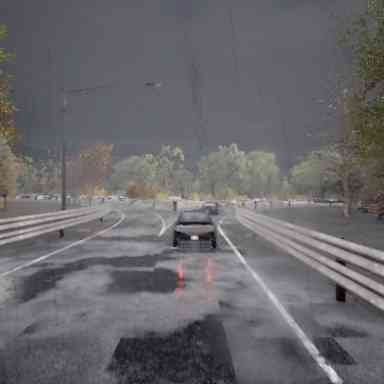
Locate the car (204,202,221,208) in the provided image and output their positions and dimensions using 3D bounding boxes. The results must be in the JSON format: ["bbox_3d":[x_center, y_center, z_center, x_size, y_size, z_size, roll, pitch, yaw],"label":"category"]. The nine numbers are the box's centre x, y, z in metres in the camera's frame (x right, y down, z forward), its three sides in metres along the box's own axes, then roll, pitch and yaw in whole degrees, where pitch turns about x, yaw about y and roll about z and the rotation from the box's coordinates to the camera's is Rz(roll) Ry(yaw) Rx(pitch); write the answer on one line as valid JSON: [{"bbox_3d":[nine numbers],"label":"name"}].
[{"bbox_3d":[2.066,1.798,35.102,1.812,1.442,4.674,1,-1,12],"label":"car"}]

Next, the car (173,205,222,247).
[{"bbox_3d":[0.145,1.589,15.590,2.128,1.511,4.902,0,0,1],"label":"car"}]
